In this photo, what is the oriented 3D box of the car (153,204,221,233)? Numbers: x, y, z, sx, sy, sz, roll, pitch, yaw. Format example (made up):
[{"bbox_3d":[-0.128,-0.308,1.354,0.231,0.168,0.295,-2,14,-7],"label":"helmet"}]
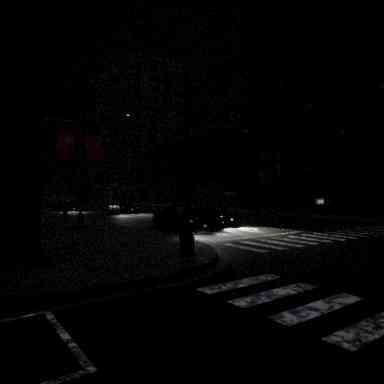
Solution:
[{"bbox_3d":[-0.652,1.506,19.592,1.812,1.442,4.674,0,1,-36],"label":"car"}]

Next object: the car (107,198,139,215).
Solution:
[{"bbox_3d":[-7.173,1.455,34.186,1.837,1.490,4.892,0,0,-36],"label":"car"}]

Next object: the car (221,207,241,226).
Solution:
[{"bbox_3d":[1.328,1.537,22.369,1.994,1.385,4.181,0,0,-36],"label":"car"}]

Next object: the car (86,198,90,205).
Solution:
[{"bbox_3d":[-19.053,1.510,56.598,1.895,1.301,4.718,0,0,-36],"label":"car"}]

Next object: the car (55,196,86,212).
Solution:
[{"bbox_3d":[-14.544,1.491,38.881,2.033,1.411,5.357,0,0,-36],"label":"car"}]
